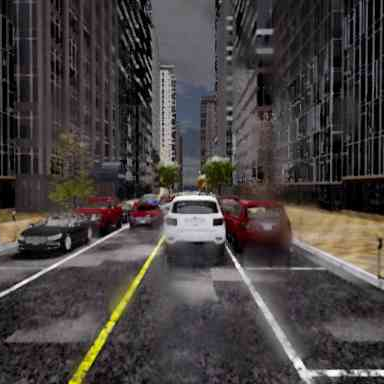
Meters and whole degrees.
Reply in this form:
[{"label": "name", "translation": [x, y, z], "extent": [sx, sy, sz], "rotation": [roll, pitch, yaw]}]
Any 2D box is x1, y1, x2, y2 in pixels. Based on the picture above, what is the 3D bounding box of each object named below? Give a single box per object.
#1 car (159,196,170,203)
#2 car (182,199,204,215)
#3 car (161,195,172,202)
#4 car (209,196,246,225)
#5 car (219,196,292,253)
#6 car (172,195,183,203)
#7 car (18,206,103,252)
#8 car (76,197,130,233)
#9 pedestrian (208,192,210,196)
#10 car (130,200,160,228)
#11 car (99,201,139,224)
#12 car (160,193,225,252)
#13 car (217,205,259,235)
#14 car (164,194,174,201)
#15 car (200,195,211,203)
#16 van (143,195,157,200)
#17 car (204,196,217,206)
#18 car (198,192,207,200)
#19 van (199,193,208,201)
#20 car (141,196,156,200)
[{"label": "car", "translation": [-5.295, 1.384, 64.291], "extent": [1.802, 1.307, 4.206], "rotation": [-1, 0, 0]}, {"label": "car", "translation": [0.116, 1.438, 34.061], "extent": [2.033, 1.411, 5.357], "rotation": [0, 0, 0]}, {"label": "car", "translation": [-5.295, 1.332, 69.941], "extent": [1.887, 1.381, 4.507], "rotation": [-1, 0, 0]}, {"label": "car", "translation": [2.530, 1.234, 24.777], "extent": [2.192, 1.841, 5.009], "rotation": [-1, 0, 0]}, {"label": "car", "translation": [2.525, 1.270, 13.479], "extent": [2.192, 1.841, 5.009], "rotation": [-1, 0, 0]}, {"label": "car", "translation": [-2.746, 1.283, 63.214], "extent": [1.882, 1.535, 5.008], "rotation": [0, 0, 1]}, {"label": "car", "translation": [-5.319, 1.505, 13.454], "extent": [2.008, 1.369, 4.403], "rotation": [-1, 0, 0]}, {"label": "car", "translation": [-5.320, 1.251, 19.102], "extent": [2.192, 1.841, 5.009], "rotation": [-1, 0, 0]}, {"label": "pedestrian", "translation": [2.775, 0.878, 53.633], "extent": [0.375, 1.860, 0.375], "rotation": [-1, 1, 0]}, {"label": "car", "translation": [-2.840, 1.454, 21.521], "extent": [1.812, 1.442, 4.674], "rotation": [0, 0, 0]}, {"label": "car", "translation": [-5.314, 1.469, 24.751], "extent": [2.008, 1.369, 4.403], "rotation": [-1, 0, 0]}, {"label": "car", "translation": [0.105, 1.175, 13.793], "extent": [2.150, 2.045, 5.566], "rotation": [0, 0, 0]}, {"label": "car", "translation": [2.531, 1.518, 19.129], "extent": [1.802, 1.307, 4.206], "rotation": [-1, 0, 0]}, {"label": "car", "translation": [-5.292, 1.212, 75.588], "extent": [1.967, 1.590, 4.097], "rotation": [-1, 0, 0]}, {"label": "car", "translation": [2.585, 1.353, 64.319], "extent": [2.008, 1.369, 4.403], "rotation": [-1, 0, 0]}, {"label": "van", "translation": [-5.309, 1.209, 41.696], "extent": [1.690, 1.788, 3.998], "rotation": [-1, 0, 0]}, {"label": "car", "translation": [2.774, 1.347, 50.705], "extent": [1.837, 1.490, 4.892], "rotation": [0, 0, 0]}, {"label": "car", "translation": [2.592, 1.057, 86.912], "extent": [2.192, 1.841, 5.009], "rotation": [-1, 0, 0]}, {"label": "van", "translation": [2.587, 1.113, 75.615], "extent": [1.690, 1.788, 3.998], "rotation": [-1, 0, 0]}, {"label": "car", "translation": [-5.308, 1.466, 36.049], "extent": [1.802, 1.307, 4.206], "rotation": [-1, 0, 0]}]
